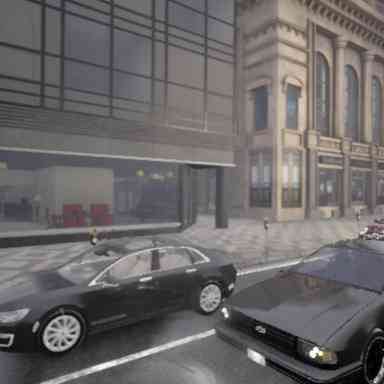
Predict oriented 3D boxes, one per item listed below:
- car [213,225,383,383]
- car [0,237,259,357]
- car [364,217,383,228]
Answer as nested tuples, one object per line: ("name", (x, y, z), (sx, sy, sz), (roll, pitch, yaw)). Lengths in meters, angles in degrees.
("car", (2.925, 1.541, 5.428), (5.357, 1.411, 2.033), (0, 0, -35))
("car", (-1.144, 1.548, 5.938), (4.403, 1.369, 2.008), (0, 1, -35))
("car", (8.020, 1.421, 12.463), (4.097, 1.590, 1.967), (0, 1, -35))
